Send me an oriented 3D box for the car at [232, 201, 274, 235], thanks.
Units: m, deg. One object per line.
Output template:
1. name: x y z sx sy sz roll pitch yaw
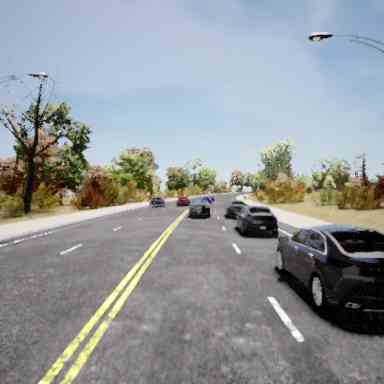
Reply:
1. car: 3.522 1.496 18.656 1.837 1.490 4.892 0 0 2

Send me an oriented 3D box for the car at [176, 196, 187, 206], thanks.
1. car: -1.306 1.410 51.744 1.882 1.535 5.008 0 0 5

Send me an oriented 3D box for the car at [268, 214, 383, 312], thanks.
1. car: 3.301 1.505 7.733 1.837 1.490 4.892 0 0 1

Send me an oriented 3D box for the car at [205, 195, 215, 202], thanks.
1. car: 3.975 1.406 73.871 1.994 1.385 4.181 0 0 6

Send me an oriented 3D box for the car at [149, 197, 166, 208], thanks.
1. car: -4.882 1.451 47.639 1.837 1.490 4.892 0 0 4

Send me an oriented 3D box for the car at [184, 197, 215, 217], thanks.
1. car: 0.743 1.467 30.466 2.128 1.511 4.902 0 0 3

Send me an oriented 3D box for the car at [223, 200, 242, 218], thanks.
1. car: 3.913 1.479 29.576 1.837 1.490 4.892 0 0 2

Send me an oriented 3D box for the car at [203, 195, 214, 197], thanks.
1. car: 2.429 1.443 56.150 1.812 1.442 4.674 0 0 5
